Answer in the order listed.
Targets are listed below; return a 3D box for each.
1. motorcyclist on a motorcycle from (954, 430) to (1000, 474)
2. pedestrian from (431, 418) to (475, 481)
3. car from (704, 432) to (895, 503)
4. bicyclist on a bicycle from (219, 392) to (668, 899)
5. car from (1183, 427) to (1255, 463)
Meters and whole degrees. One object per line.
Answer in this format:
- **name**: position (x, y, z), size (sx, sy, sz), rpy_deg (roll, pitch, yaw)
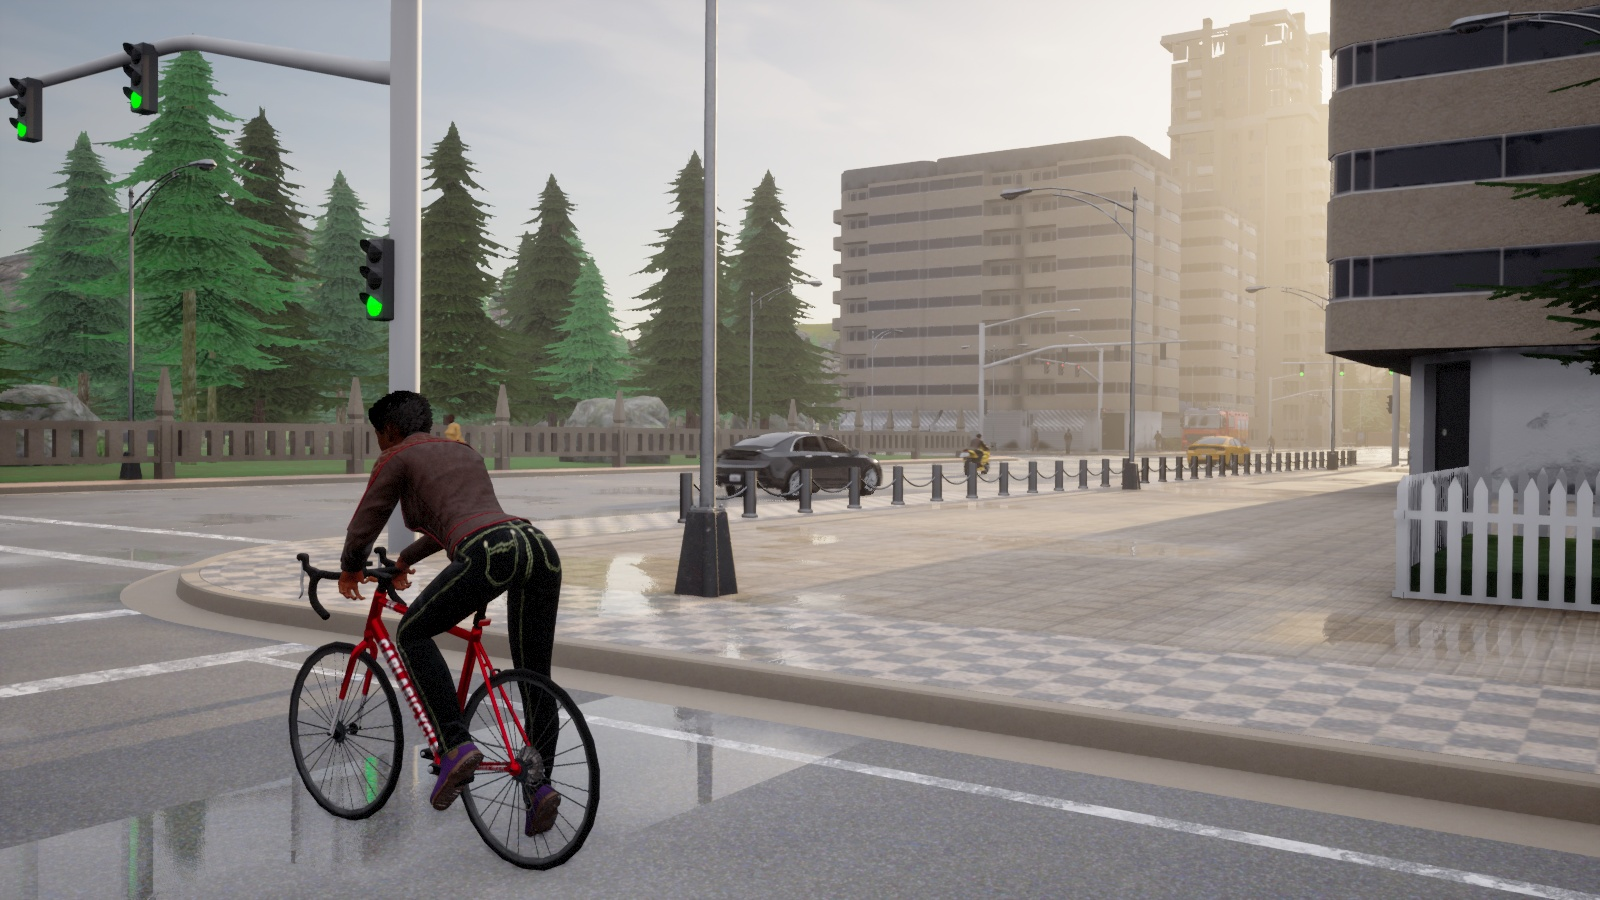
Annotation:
- **motorcyclist on a motorcycle**: position (6.321, 0.046, 44.665), size (0.797, 1.523, 2.044), rpy_deg (0, 1, 34)
- **pedestrian**: position (-10.414, -0.031, 37.741), size (0.874, 1.855, 0.900), rpy_deg (0, 1, 33)
- **car**: position (0.096, 0.339, 29.054), size (1.837, 1.490, 4.892), rpy_deg (0, 1, 37)
- **bicyclist on a bicycle**: position (-1.313, 0.635, 4.495), size (1.656, 1.620, 0.582), rpy_deg (0, 1, 34)
- **car**: position (19.418, -0.259, 58.030), size (1.882, 1.535, 5.008), rpy_deg (0, 1, 34)
